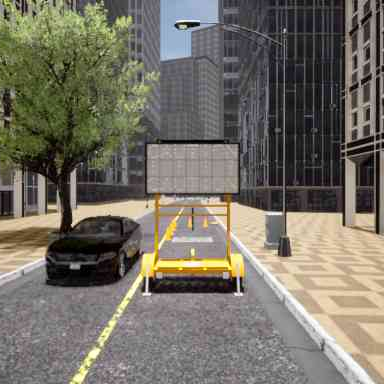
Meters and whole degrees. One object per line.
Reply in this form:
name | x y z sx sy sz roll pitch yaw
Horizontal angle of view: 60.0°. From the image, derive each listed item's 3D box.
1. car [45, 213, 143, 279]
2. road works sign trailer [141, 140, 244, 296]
car | -2.729 1.477 10.268 1.882 1.535 5.008 0 0 0
road works sign trailer | 0.018 0.464 8.620 2.380 3.560 2.880 0 0 0
